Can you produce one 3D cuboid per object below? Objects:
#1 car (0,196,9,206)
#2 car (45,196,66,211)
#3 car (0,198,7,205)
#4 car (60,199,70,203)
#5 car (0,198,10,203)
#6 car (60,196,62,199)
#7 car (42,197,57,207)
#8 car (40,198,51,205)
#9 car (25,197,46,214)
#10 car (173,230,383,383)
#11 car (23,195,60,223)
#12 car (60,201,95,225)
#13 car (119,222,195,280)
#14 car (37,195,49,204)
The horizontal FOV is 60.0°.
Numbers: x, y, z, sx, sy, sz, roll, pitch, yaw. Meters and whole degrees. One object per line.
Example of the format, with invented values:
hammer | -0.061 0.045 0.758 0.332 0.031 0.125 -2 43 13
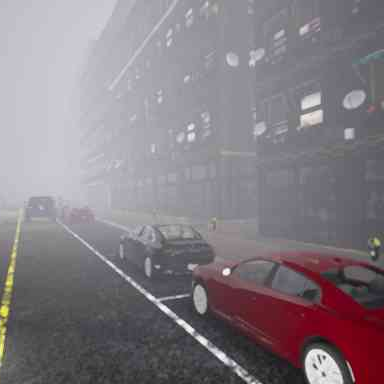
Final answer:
car | -35.368 1.605 60.784 2.192 1.841 5.009 1 -1 -27
car | -18.384 1.466 44.502 2.192 1.841 5.009 1 -1 -27
car | -37.860 1.868 65.721 1.887 1.381 4.507 1 -1 -27
car | -10.895 1.626 29.694 1.887 1.381 4.507 1 -1 -27
car | -45.323 2.019 80.541 1.802 1.307 4.206 1 -1 -27
car | -13.374 1.544 34.639 1.967 1.590 4.097 1 -1 -27
car | -23.362 1.645 54.381 1.967 1.590 4.097 1 -1 -27
car | -28.339 1.848 64.260 1.802 1.307 4.206 1 -1 -27
car | -18.396 1.488 39.026 2.097 1.767 4.553 0 0 -27
car | 1.542 1.543 4.994 1.887 1.381 4.507 1 -1 -27
car | -12.360 1.304 27.057 2.150 2.045 5.566 0 0 -27
car | -8.408 1.606 24.755 1.887 1.381 4.507 1 -1 -27
car | -0.946 1.562 9.935 2.008 1.369 4.403 1 -1 -27
car | -33.311 1.651 74.144 2.192 1.841 5.009 1 -1 -27
